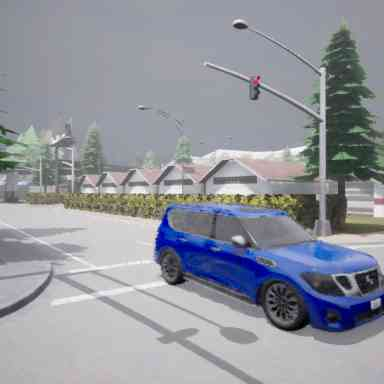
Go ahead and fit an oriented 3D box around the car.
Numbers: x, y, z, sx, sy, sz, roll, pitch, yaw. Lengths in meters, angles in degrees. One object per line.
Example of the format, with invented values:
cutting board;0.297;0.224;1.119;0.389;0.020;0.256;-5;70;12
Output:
car;1.224;1.346;7.425;2.150;2.045;5.566;0;1;-37
